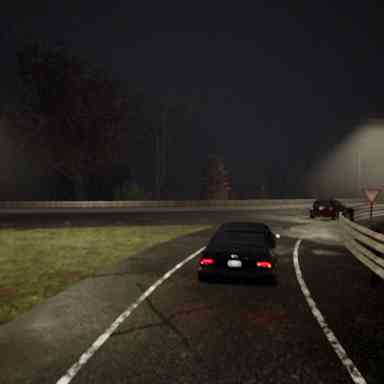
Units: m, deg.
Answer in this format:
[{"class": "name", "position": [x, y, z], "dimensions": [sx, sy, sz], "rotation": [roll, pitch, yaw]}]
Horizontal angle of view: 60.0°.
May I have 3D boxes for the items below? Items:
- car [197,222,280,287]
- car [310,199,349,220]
[{"class": "car", "position": [1.491, 1.567, 9.495], "dimensions": [2.033, 1.411, 5.357], "rotation": [0, 0, 14]}, {"class": "car", "position": [11.964, 1.411, 28.745], "dimensions": [2.097, 1.767, 4.553], "rotation": [0, 0, 42]}]
